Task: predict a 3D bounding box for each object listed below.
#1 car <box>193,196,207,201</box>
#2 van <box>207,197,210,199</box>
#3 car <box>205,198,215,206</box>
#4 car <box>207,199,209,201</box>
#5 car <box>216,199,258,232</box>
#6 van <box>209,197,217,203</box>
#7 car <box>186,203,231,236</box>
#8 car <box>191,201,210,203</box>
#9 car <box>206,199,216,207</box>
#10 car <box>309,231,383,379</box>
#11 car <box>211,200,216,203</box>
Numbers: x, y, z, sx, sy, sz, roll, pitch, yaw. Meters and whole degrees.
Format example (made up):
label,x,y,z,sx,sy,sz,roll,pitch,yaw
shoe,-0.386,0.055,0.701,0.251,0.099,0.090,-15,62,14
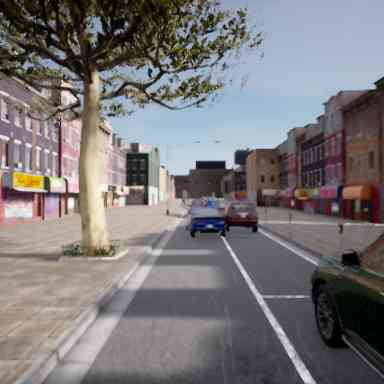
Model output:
label,x,y,z,sx,sy,sz,roll,pitch,yaw
car,0.924,1.823,55.109,2.097,1.767,4.553,0,-1,1
van,3.556,1.846,60.061,1.690,1.788,3.998,0,-1,1
car,3.728,2.050,71.140,1.967,1.590,4.097,0,-1,1
car,3.294,1.923,43.441,1.947,1.339,4.313,0,0,1
car,2.949,1.485,21.283,2.192,1.841,5.009,0,0,1
van,3.210,1.651,37.903,1.690,1.788,3.998,0,0,1
car,0.717,1.643,19.497,1.882,1.535,5.008,0,-1,-5
car,0.607,1.900,35.230,1.895,1.301,4.718,0,0,1
car,3.644,2.084,65.770,1.752,1.417,4.829,0,-1,1
car,2.997,1.243,3.210,2.150,2.045,5.566,0,0,1
car,3.121,1.808,32.361,1.887,1.381,4.507,0,0,1
